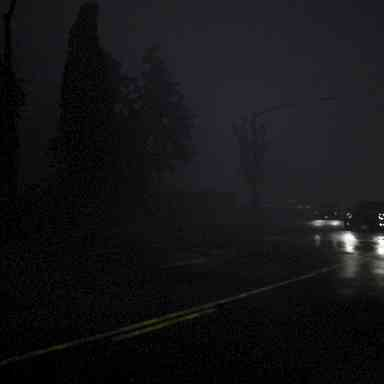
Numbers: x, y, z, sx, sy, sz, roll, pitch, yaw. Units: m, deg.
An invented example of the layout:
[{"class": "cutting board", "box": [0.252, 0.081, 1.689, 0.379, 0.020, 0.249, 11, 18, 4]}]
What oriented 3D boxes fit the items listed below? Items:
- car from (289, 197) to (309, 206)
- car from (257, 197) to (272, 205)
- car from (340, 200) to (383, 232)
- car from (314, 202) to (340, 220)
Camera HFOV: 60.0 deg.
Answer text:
[{"class": "car", "box": [19.209, 1.617, 59.873, 1.882, 1.535, 5.008, -1, 0, -6]}, {"class": "car", "box": [14.774, 1.804, 67.854, 2.128, 1.511, 4.902, -1, 0, -7]}, {"class": "car", "box": [10.468, 1.299, 19.654, 2.097, 1.767, 4.553, -1, 0, 34]}, {"class": "car", "box": [11.474, 1.534, 27.817, 2.033, 1.411, 5.357, -1, 0, 27]}]
